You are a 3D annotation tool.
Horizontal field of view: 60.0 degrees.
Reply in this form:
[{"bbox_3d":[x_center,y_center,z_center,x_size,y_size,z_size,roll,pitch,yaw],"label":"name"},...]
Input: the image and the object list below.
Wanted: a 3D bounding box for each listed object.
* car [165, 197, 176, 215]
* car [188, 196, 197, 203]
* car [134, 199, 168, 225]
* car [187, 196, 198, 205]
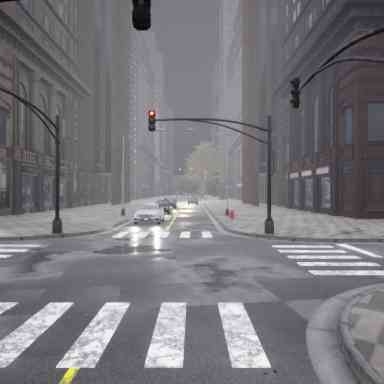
[{"bbox_3d":[-3.067,1.552,34.914,2.033,1.411,5.357,0,0,0],"label":"car"},{"bbox_3d":[0.169,1.574,69.769,1.812,1.442,4.674,0,0,0],"label":"car"},{"bbox_3d":[-3.075,1.526,24.504,1.812,1.442,4.674,0,0,0],"label":"car"},{"bbox_3d":[0.148,1.581,59.420,2.033,1.411,5.357,0,0,0],"label":"car"}]
